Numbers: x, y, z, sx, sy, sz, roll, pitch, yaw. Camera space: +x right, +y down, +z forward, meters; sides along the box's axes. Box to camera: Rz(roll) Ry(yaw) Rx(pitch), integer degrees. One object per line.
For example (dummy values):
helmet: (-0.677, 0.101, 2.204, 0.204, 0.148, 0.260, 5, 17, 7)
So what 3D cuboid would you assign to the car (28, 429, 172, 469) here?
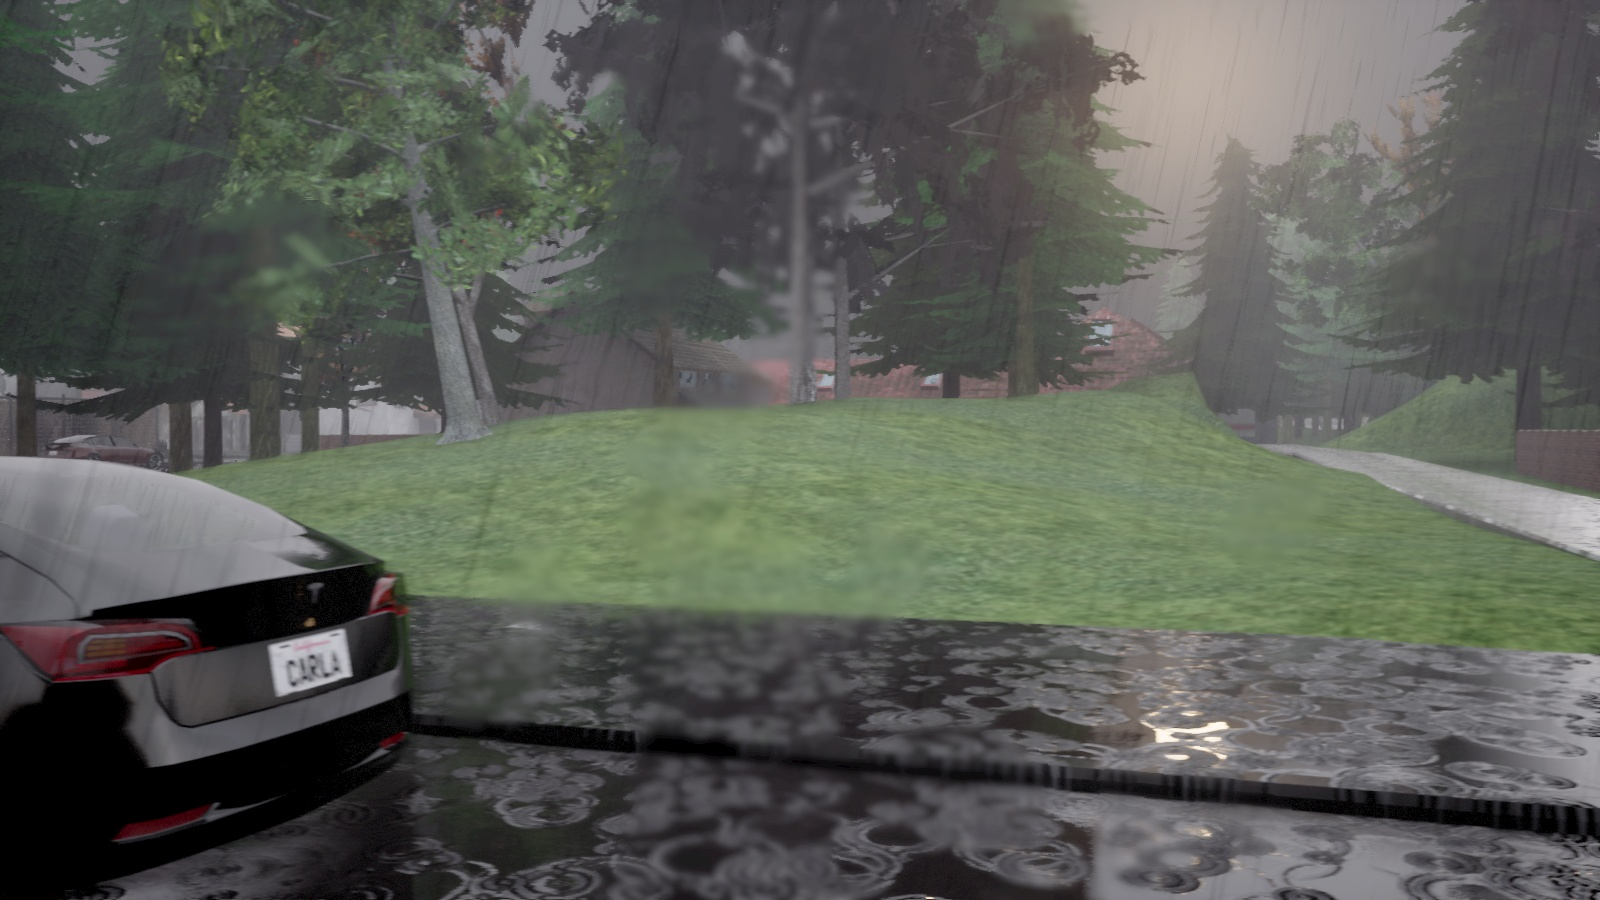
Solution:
car: (-27.750, -0.078, 49.962, 2.163, 1.488, 4.792, 1, 1, 18)

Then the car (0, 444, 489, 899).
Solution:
car: (-3.932, 0.730, 5.044, 4.792, 1.488, 2.163, 0, 1, 19)
